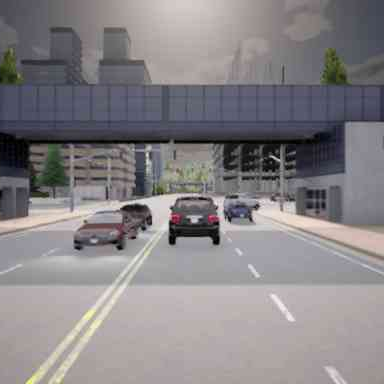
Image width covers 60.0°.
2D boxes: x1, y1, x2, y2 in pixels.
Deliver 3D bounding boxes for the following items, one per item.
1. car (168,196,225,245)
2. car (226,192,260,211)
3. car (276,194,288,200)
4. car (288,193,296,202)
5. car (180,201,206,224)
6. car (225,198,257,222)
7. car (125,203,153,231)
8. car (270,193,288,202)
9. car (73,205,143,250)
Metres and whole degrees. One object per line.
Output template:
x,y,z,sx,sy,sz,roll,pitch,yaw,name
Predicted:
0.097,1.199,15.565,2.150,2.045,5.566,0,0,0,car
5.691,1.168,37.851,2.150,2.045,5.566,-1,-1,35,car
22.165,1.277,82.309,1.970,1.475,3.806,0,0,0,car
19.518,1.062,64.833,1.905,1.878,3.866,0,0,0,car
0.072,1.489,25.266,1.812,1.442,4.674,0,0,0,car
3.573,1.488,25.990,1.812,1.442,4.674,0,0,0,car
-3.554,1.475,20.679,1.837,1.490,4.892,0,0,0,car
16.624,1.060,64.877,1.932,1.855,4.605,0,0,0,car
-3.507,1.505,14.268,1.812,1.442,4.674,0,0,0,car
